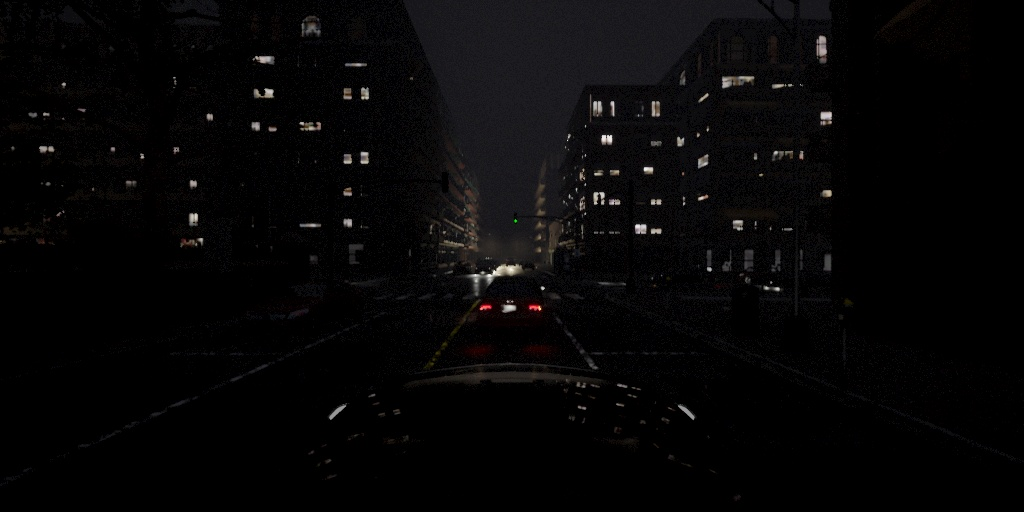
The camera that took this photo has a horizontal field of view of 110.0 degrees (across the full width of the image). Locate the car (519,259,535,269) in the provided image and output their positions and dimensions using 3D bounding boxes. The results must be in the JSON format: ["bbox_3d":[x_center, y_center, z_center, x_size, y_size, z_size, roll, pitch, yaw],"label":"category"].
[{"bbox_3d":[2.486,1.436,54.126,2.007,1.370,4.403,0,0,0],"label":"car"}]

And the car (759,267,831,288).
[{"bbox_3d":[23.473,1.802,28.843,5.357,1.411,2.033,1,0,-1],"label":"car"}]

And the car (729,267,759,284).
[{"bbox_3d":[21.265,1.648,31.364,4.097,1.591,1.967,0,0,-1],"label":"car"}]

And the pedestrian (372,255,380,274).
[{"bbox_3d":[-12.838,0.736,33.789,0.375,1.860,0.375,0,-1,-1],"label":"pedestrian"}]

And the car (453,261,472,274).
[{"bbox_3d":[-5.850,1.296,42.821,1.967,1.591,4.097,0,0,0],"label":"car"}]

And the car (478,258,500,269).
[{"bbox_3d":[-3.293,1.232,52.046,2.097,1.767,4.553,0,0,0],"label":"car"}]

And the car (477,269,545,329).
[{"bbox_3d":[0.056,1.322,11.288,2.033,1.411,5.357,0,0,2],"label":"car"}]

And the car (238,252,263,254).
[{"bbox_3d":[-17.628,0.755,24.976,5.566,2.045,2.150,1,0,-1],"label":"car"}]

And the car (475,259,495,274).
[{"bbox_3d":[-3.260,1.380,42.156,1.812,1.442,4.674,0,0,0],"label":"car"}]

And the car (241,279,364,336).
[{"bbox_3d":[-5.721,1.354,10.410,1.802,1.307,4.207,0,0,0],"label":"car"}]

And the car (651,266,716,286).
[{"bbox_3d":[13.664,1.572,28.680,4.902,1.511,2.128,1,0,-1],"label":"car"}]
